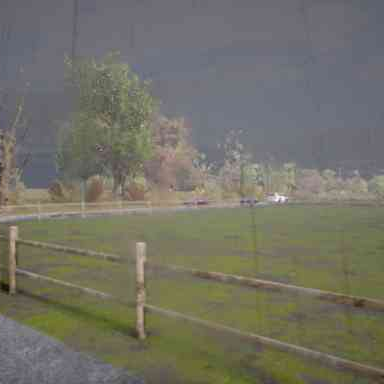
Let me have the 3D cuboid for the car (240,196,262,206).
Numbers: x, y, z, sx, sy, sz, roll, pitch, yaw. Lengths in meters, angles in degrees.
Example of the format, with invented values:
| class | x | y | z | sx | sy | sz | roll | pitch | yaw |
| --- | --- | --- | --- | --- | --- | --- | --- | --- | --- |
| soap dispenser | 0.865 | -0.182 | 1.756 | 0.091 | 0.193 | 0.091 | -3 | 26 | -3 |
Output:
| class | x | y | z | sx | sy | sz | roll | pitch | yaw |
| --- | --- | --- | --- | --- | --- | --- | --- | --- | --- |
| car | 9.612 | 1.451 | 54.150 | 1.837 | 1.490 | 4.892 | 0 | -1 | 40 |

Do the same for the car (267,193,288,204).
| class | x | y | z | sx | sy | sz | roll | pitch | yaw |
| --- | --- | --- | --- | --- | --- | --- | --- | --- | --- |
| car | 15.897 | 1.176 | 61.913 | 2.150 | 2.045 | 5.566 | 0 | 0 | 39 |

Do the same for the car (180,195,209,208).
| class | x | y | z | sx | sy | sz | roll | pitch | yaw |
| --- | --- | --- | --- | --- | --- | --- | --- | --- | --- |
| car | 0.400 | 1.283 | 47.476 | 2.097 | 1.767 | 4.553 | 0 | 0 | 39 |
